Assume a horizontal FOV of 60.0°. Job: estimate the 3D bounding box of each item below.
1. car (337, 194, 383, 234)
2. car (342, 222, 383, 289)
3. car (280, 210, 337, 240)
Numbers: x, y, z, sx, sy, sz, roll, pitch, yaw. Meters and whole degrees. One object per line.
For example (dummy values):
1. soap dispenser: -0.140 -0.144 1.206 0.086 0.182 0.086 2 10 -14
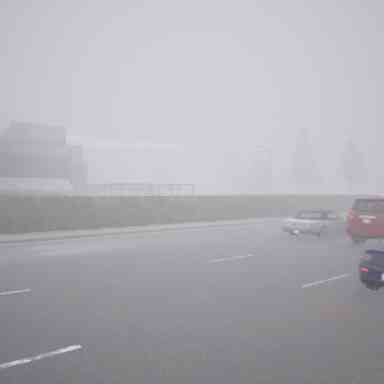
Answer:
1. car: 8.943 1.221 14.413 5.566 2.045 2.150 0 0 -35
2. car: 5.738 1.526 7.849 4.674 1.442 1.812 0 0 -36
3. car: 6.781 1.601 17.171 4.718 1.301 1.895 0 0 -35
